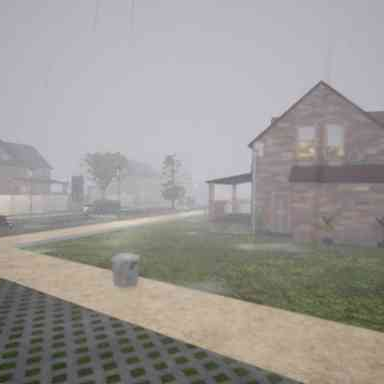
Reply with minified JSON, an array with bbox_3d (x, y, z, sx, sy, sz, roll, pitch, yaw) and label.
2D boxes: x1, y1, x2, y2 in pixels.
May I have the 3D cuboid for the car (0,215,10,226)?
[{"bbox_3d":[-11.832,1.372,16.394,2.033,1.411,5.357,1,0,20],"label":"car"}]

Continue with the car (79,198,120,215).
[{"bbox_3d":[-8.919,1.381,32.569,2.128,1.511,4.902,1,0,20],"label":"car"}]

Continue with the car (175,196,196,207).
[{"bbox_3d":[-0.997,1.438,53.968,2.097,1.767,4.553,1,0,21],"label":"car"}]
